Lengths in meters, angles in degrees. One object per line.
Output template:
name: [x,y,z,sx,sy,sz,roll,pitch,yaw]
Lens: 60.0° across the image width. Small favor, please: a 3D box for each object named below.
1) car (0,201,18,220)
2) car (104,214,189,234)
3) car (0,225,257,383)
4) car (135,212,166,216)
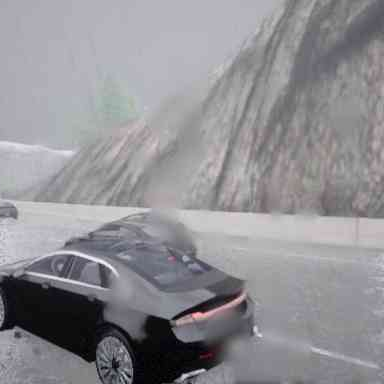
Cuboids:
car: [-15.898,1.522,27.326,2.128,1.511,4.902,0,0,-44]
car: [-1.952,1.542,10.006,4.674,1.442,1.812,0,0,38]
car: [-1.421,1.500,5.187,4.902,1.511,2.128,0,0,37]
car: [-2.144,1.589,14.665,4.181,1.385,1.994,0,0,39]
